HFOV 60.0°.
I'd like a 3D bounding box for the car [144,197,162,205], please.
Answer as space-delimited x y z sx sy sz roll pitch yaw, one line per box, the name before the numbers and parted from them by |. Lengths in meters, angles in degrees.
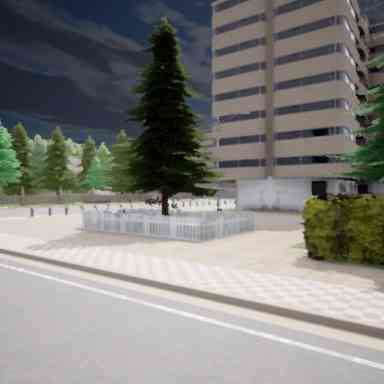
car | -6.049 1.477 55.578 1.994 1.385 4.181 0 0 36
